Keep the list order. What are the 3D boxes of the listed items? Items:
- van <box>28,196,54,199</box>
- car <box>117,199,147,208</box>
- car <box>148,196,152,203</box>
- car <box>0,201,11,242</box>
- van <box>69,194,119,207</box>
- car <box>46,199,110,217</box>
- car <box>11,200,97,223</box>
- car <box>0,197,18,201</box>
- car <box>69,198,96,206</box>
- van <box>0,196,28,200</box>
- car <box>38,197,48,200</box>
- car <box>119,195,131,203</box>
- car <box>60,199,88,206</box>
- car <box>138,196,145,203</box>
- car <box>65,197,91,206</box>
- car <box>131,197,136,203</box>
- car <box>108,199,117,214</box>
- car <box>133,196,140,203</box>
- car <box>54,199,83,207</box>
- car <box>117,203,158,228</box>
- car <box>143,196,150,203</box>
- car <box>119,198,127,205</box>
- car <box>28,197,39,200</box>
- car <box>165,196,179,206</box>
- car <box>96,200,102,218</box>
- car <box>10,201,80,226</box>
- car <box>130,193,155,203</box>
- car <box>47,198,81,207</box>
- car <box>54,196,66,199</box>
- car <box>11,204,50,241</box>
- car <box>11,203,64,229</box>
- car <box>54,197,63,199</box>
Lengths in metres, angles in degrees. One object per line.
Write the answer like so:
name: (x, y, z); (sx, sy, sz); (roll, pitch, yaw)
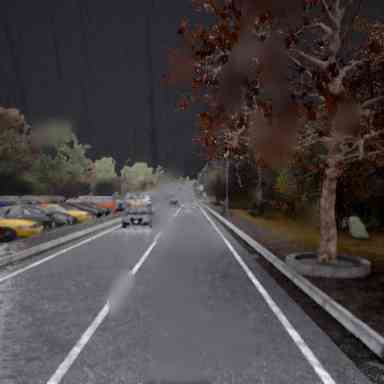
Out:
van: (-23.591, 1.573, 49.451); (4.442, 1.987, 1.878); (0, -1, 0)
car: (-10.416, 1.927, 57.877); (4.892, 1.521, 2.231); (0, -1, 0)
car: (-10.600, 1.966, 60.653); (5.366, 1.575, 1.946); (0, -1, 0)
car: (-10.301, 1.394, 13.472); (4.553, 1.767, 2.185); (0, 0, 0)
van: (-10.488, 1.442, 35.682); (4.442, 1.987, 1.878); (0, 0, 0)
car: (-10.332, 1.661, 30.128); (4.792, 1.488, 2.163); (0, 0, 0)
car: (-10.166, 1.591, 24.576); (5.366, 1.575, 1.946); (0, 0, 0)
car: (-23.461, 1.687, 38.500); (5.008, 1.535, 2.097); (0, 0, 0)
car: (-23.508, 2.138, 71.606); (5.008, 1.535, 2.097); (0, -1, 0)
van: (-23.352, 1.483, 41.288); (4.442, 1.987, 1.878); (0, -1, 0)
car: (-23.499, 1.792, 46.677); (4.792, 1.488, 2.163); (0, -1, 0)
car: (-10.412, 1.582, 41.231); (4.553, 1.767, 2.185); (0, -1, 0)
car: (-23.474, 2.084, 66.189); (4.792, 1.488, 2.163); (0, -1, 0)
car: (-10.209, 1.796, 49.430); (5.366, 1.575, 1.946); (0, -1, 0)
car: (-23.539, 1.970, 68.836); (4.553, 1.767, 2.185); (0, -1, 0)
car: (-10.379, 1.734, 44.010); (4.892, 1.521, 2.231); (0, -1, 0)
car: (-10.337, 1.679, 32.904); (4.792, 1.488, 2.163); (0, 0, 0)
car: (-10.576, 1.761, 46.777); (5.366, 1.575, 1.946); (0, -1, 0)
car: (-23.496, 2.052, 63.419); (4.674, 1.452, 2.002); (0, -1, 0)
car: (-3.423, 1.640, 22.409); (1.994, 1.385, 4.181); (0, 0, 0)
car: (-10.219, 1.881, 55.102); (5.366, 1.575, 1.946); (0, -1, 0)
car: (-10.405, 1.716, 38.457); (4.792, 1.488, 2.163); (0, 0, 0)
car: (-23.494, 1.762, 44.038); (4.792, 1.488, 2.163); (0, -1, 0)
car: (-3.601, 2.069, 66.226); (2.033, 1.411, 5.357); (0, -1, -1)
car: (-10.327, 1.642, 27.352); (4.792, 1.488, 2.163); (0, 0, 0)
car: (-10.353, 1.576, 21.800); (4.892, 1.521, 2.231); (0, 0, 0)
car: (-10.447, 1.761, 63.433); (5.566, 2.045, 2.435); (0, -1, 0)
car: (-23.308, 1.966, 60.650); (5.366, 1.575, 1.946); (0, -1, 0)
car: (-23.513, 1.633, 55.115); (5.566, 2.045, 2.435); (0, -1, 0)
car: (-10.152, 1.535, 16.248); (5.366, 1.575, 1.946); (0, 0, 0)
car: (-10.336, 1.558, 19.024); (4.892, 1.521, 2.231); (0, 0, 0)
car: (-23.451, 1.871, 52.341); (4.792, 1.488, 2.163); (0, -1, 0)
